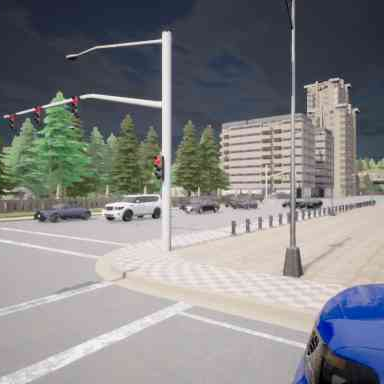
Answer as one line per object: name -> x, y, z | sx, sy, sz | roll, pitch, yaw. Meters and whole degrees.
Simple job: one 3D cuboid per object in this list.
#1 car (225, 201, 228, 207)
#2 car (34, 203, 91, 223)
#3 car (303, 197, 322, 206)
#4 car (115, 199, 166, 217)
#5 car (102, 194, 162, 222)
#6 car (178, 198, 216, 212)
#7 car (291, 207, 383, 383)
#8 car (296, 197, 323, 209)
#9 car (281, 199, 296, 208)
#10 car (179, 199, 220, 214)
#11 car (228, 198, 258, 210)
car -> 6.526, 1.564, 48.791 | 1.994, 1.385, 4.181 | 0, 0, 36
car -> -9.937, 1.564, 25.765 | 1.994, 1.385, 4.181 | 0, 0, 35
car -> 20.229, 1.564, 55.678 | 1.994, 1.385, 4.181 | 0, 0, 35
car -> -4.974, 1.491, 32.725 | 2.128, 1.511, 4.902 | 0, 0, 35
car -> -4.644, 1.221, 27.159 | 2.150, 2.045, 5.566 | 0, 0, 35
car -> 0.702, 1.547, 40.682 | 2.033, 1.411, 5.357 | 0, 0, 36
car -> 3.361, 1.221, 1.569 | 5.566, 2.045, 2.150 | 0, 0, 36
car -> 15.416, 1.601, 42.897 | 1.895, 1.301, 4.718 | 0, 0, 35
car -> 14.510, 1.601, 47.657 | 1.895, 1.301, 4.718 | 0, 0, 35
car -> 1.120, 1.491, 35.239 | 2.128, 1.511, 4.902 | 0, 0, 36
car -> 6.945, 1.564, 43.382 | 1.994, 1.385, 4.181 | 0, 0, 36
